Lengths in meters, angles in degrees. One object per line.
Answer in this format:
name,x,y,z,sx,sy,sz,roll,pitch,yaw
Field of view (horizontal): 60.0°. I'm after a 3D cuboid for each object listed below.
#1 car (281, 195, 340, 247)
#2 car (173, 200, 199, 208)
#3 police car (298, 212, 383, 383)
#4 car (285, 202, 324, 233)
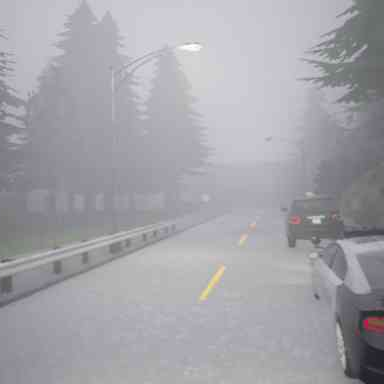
car,5.324,1.201,15.074,2.150,2.045,5.566,-5,-1,14
car,-1.236,2.122,57.867,4.902,1.511,2.128,-2,-1,15
police car,3.067,1.359,5.411,1.930,1.638,5.238,-5,-2,14
car,6.936,1.509,21.018,1.801,1.575,5.366,-2,-1,14
